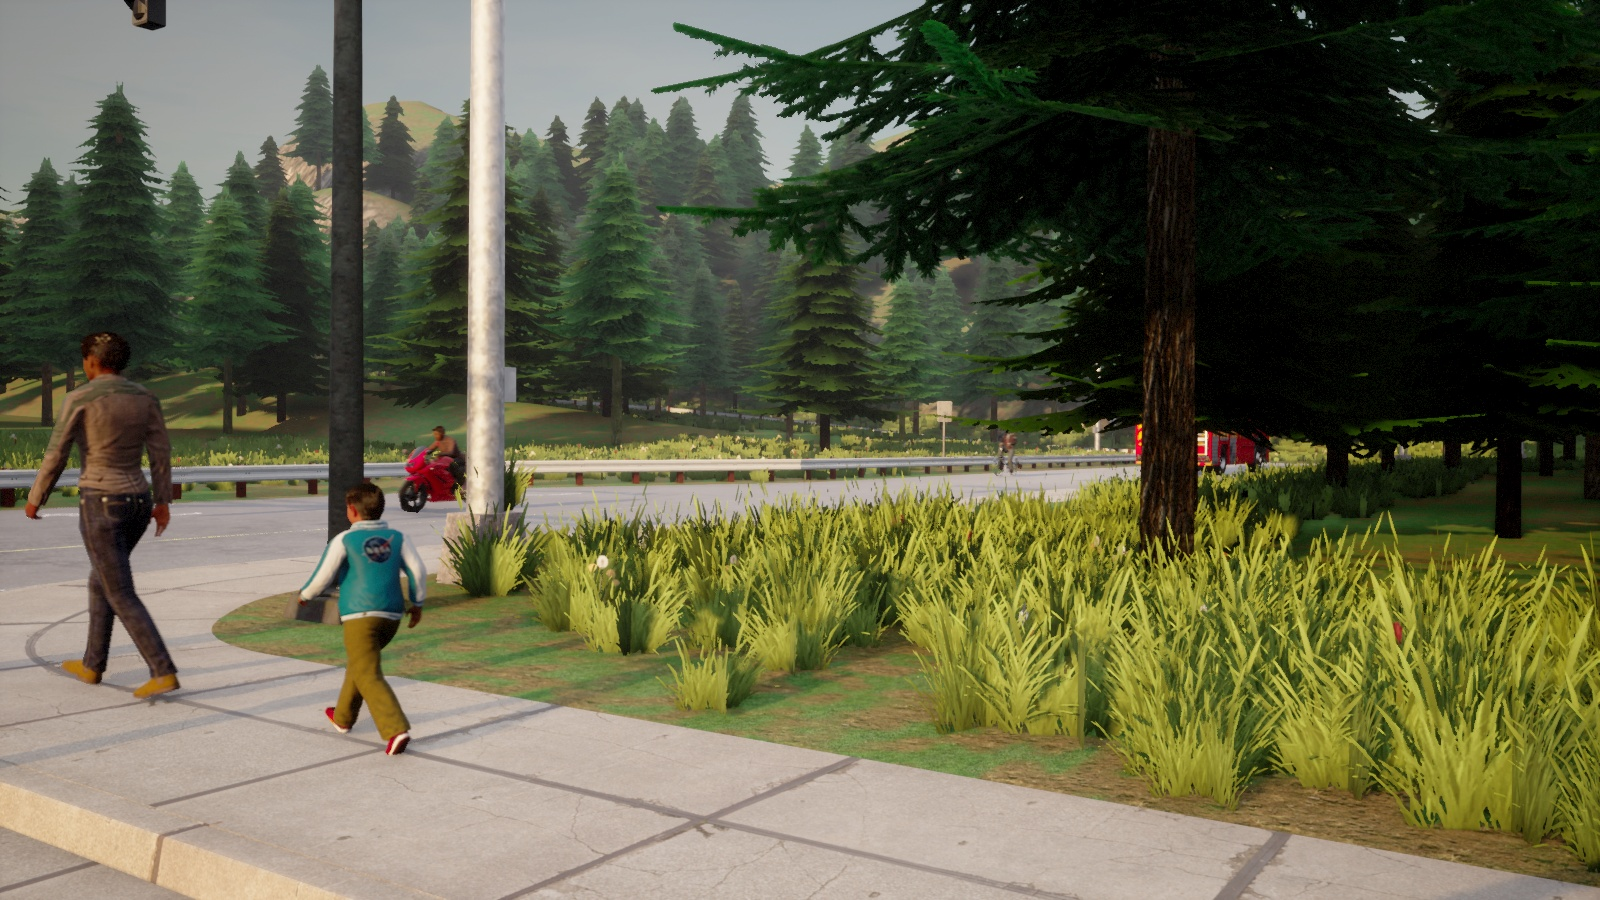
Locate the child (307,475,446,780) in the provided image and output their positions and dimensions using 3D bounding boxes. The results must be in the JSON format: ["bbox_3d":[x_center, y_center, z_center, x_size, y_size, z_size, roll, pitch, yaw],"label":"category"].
[{"bbox_3d":[-1.771,0.711,5.251,0.448,1.192,0.343,0,1,38],"label":"child"}]

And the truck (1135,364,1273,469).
[{"bbox_3d":[16.175,-1.287,49.850,2.891,3.827,8.468,0,1,35],"label":"truck"}]

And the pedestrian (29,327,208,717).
[{"bbox_3d":[-3.348,0.333,6.161,0.869,1.805,0.328,0,1,29],"label":"pedestrian"}]

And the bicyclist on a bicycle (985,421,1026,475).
[{"bbox_3d":[6.977,-0.070,42.657,0.659,1.776,1.843,0,1,34],"label":"bicyclist on a bicycle"}]

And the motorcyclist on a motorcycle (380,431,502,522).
[{"bbox_3d":[-6.307,0.441,22.186,0.797,1.523,2.044,0,1,33],"label":"motorcyclist on a motorcycle"}]
